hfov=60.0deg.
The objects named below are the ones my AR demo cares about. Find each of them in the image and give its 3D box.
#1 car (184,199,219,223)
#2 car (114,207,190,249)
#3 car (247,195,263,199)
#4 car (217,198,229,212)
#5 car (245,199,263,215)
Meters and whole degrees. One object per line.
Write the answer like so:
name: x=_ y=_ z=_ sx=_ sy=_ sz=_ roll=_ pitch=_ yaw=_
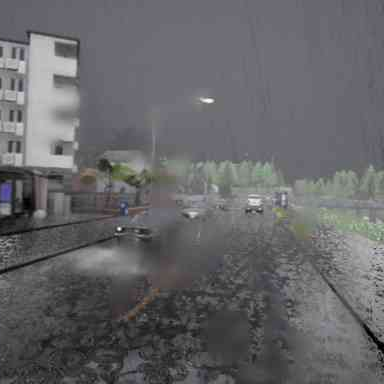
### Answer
car: x=0.514 y=1.454 z=25.687 sx=2.128 sy=1.511 sz=4.902 roll=2 pitch=0 yaw=11
car: x=-1.630 y=1.505 z=14.426 sx=1.895 sy=1.301 sz=4.718 roll=2 pitch=0 yaw=11
car: x=9.464 y=1.471 z=50.345 sx=2.150 sy=2.045 sz=5.566 roll=2 pitch=0 yaw=11
car: x=3.441 y=1.547 z=40.718 sx=1.837 sy=1.490 sz=4.892 roll=2 pitch=0 yaw=11
car: x=6.876 y=1.782 z=36.761 sx=1.895 sy=1.301 sz=4.718 roll=2 pitch=0 yaw=11
